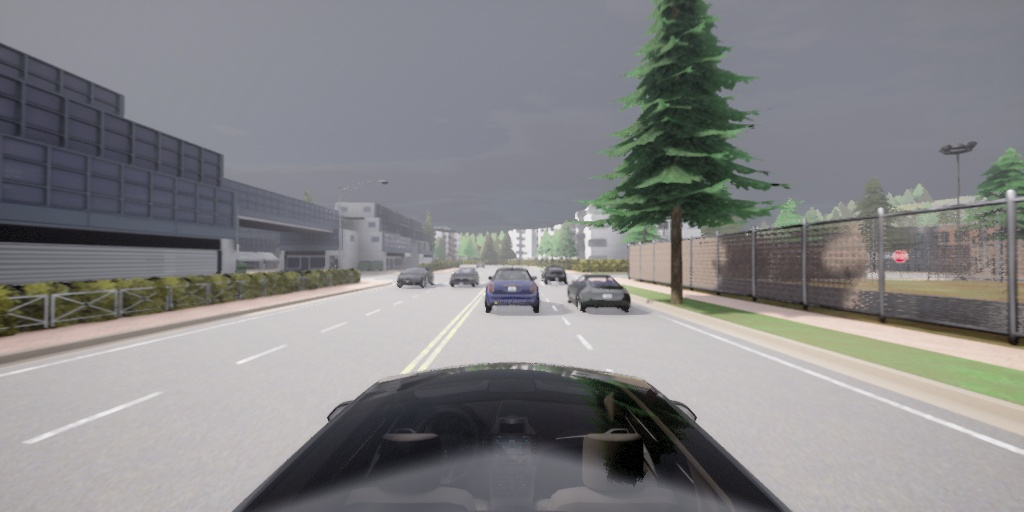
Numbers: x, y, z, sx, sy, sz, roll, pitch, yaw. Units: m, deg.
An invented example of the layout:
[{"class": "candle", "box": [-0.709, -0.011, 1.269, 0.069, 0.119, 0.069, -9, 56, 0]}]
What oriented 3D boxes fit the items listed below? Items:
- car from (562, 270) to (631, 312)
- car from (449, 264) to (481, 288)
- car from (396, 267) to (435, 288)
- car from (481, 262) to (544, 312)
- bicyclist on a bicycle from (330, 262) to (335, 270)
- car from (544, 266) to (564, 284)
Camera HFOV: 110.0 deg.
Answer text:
[{"class": "car", "box": [3.525, 1.466, 15.219, 1.994, 1.385, 4.181, 0, -1, 0]}, {"class": "car", "box": [-3.509, 1.587, 27.495, 2.033, 1.411, 5.357, 0, -1, 0]}, {"class": "car", "box": [-7.021, 1.536, 26.512, 1.837, 1.490, 4.892, 0, -1, 0]}, {"class": "car", "box": [0.024, 1.254, 15.284, 2.097, 1.767, 4.553, 0, -1, 1]}, {"class": "bicyclist on a bicycle", "box": [-25.420, 1.604, 50.634, 0.582, 1.620, 1.656, 0, 0, 0]}, {"class": "car", "box": [3.517, 1.579, 30.363, 1.837, 1.490, 4.892, 0, 0, 0]}]
